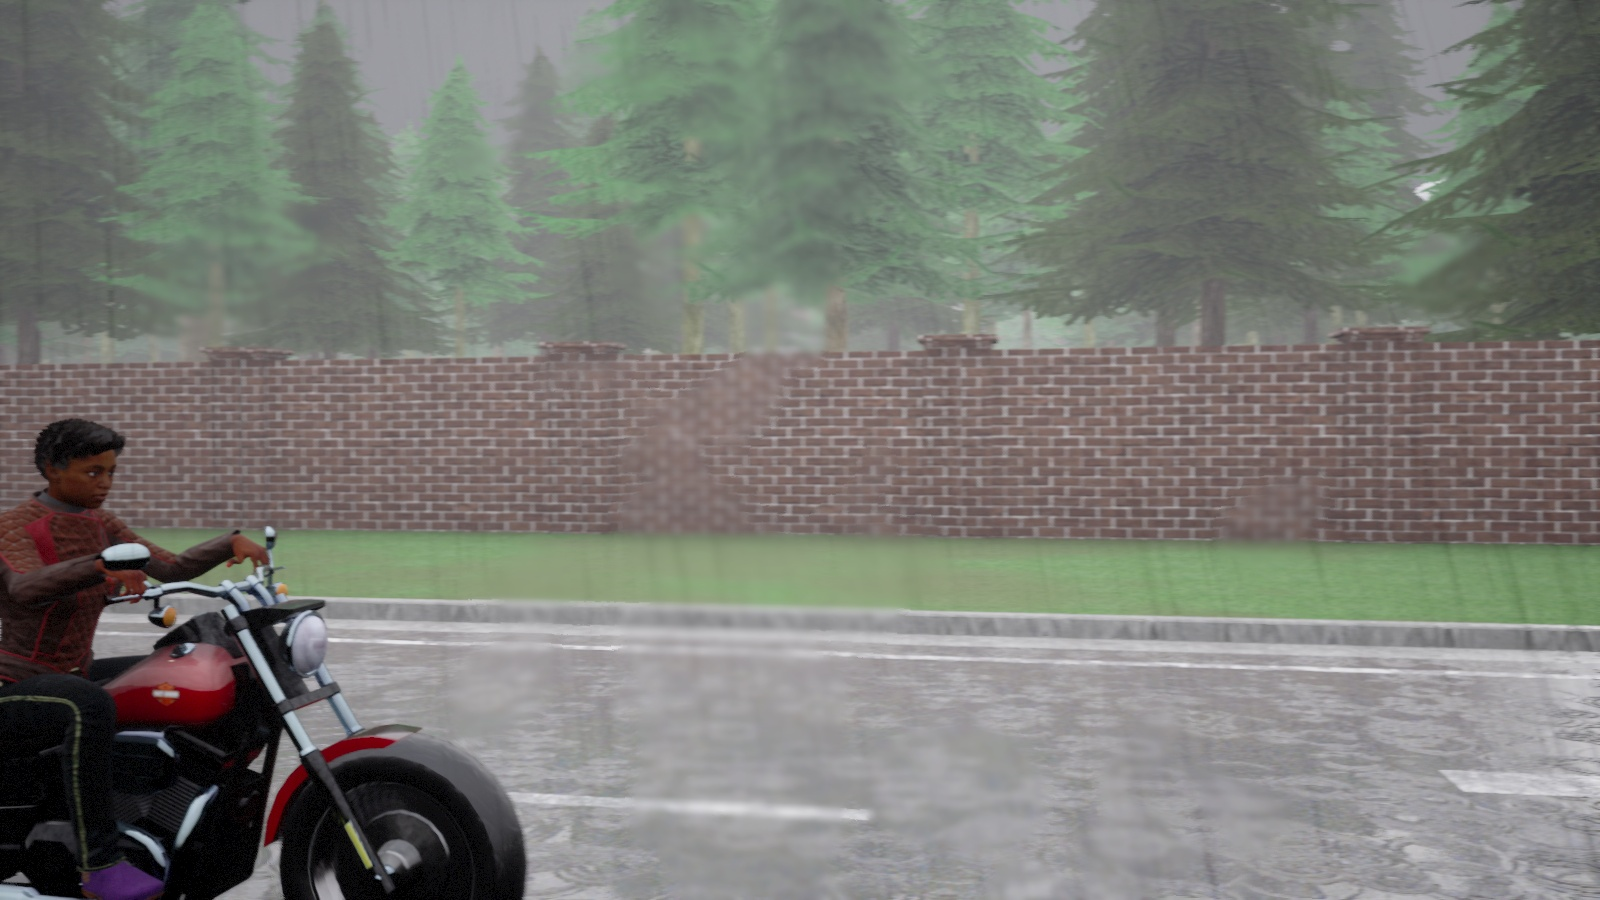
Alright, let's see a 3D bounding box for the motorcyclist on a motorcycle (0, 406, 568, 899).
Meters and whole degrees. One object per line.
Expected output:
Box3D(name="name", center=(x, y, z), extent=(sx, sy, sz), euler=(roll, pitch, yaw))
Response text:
Box3D(name="motorcyclist on a motorcycle", center=(-1.939, 0.702, 3.679), extent=(2.350, 1.649, 0.766), euler=(1, 1, 10))
